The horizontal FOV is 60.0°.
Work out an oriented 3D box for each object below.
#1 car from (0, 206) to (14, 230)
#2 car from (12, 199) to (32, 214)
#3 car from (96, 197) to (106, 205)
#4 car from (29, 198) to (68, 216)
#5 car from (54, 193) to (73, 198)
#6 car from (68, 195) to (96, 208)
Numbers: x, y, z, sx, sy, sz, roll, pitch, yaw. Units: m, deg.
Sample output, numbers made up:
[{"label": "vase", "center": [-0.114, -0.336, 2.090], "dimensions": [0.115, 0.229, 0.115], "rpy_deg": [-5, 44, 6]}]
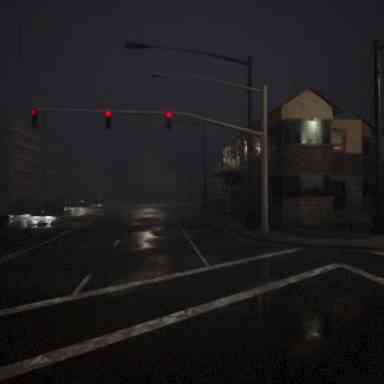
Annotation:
[{"label": "car", "center": [-12.892, 1.796, 19.964], "dimensions": [1.895, 1.301, 4.718], "rpy_deg": [0, 0, -6]}, {"label": "car", "center": [-18.180, 1.499, 36.663], "dimensions": [1.882, 1.535, 5.008], "rpy_deg": [0, 2, -6]}, {"label": "car", "center": [-17.397, 1.674, 62.738], "dimensions": [2.033, 1.411, 5.357], "rpy_deg": [0, -1, -6]}, {"label": "car", "center": [-14.320, 1.620, 33.471], "dimensions": [1.994, 1.385, 4.181], "rpy_deg": [0, 1, -6]}, {"label": "car", "center": [-19.723, 1.188, 51.277], "dimensions": [2.150, 2.045, 5.566], "rpy_deg": [0, -1, -6]}, {"label": "car", "center": [-15.875, 1.474, 48.159], "dimensions": [2.033, 1.411, 5.357], "rpy_deg": [0, 0, -6]}]
